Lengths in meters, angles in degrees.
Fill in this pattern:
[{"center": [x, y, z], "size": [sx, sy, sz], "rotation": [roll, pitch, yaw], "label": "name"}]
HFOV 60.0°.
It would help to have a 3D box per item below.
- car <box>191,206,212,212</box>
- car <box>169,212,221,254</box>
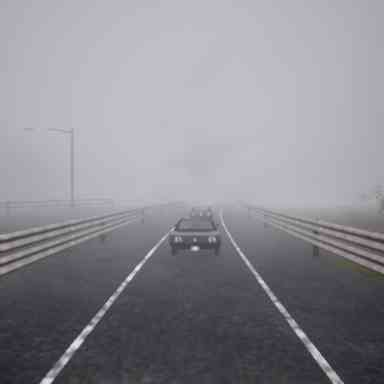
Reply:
[{"center": [0.857, 1.876, 28.972], "size": [1.895, 1.301, 4.718], "rotation": [0, -1, 4], "label": "car"}, {"center": [0.178, 1.735, 14.048], "size": [1.895, 1.301, 4.718], "rotation": [0, -1, 2], "label": "car"}]
